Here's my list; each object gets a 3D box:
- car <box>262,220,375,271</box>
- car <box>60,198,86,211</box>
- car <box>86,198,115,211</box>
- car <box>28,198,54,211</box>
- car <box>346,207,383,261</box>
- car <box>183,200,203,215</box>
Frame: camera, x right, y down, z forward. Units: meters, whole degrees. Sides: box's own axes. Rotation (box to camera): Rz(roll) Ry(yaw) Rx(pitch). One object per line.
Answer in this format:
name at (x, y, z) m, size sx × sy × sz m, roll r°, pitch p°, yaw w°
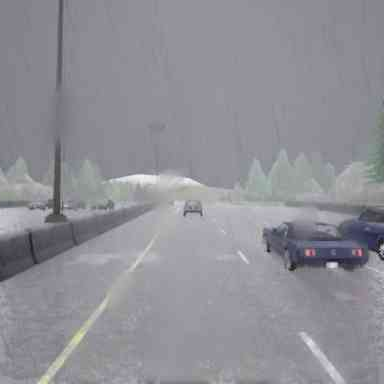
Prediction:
car at (3.602, 1.582, 10.749) m, size 1.895 × 1.301 × 4.718 m, roll 0°, pitch 0°, yaw 0°
car at (-13.996, 1.467, 39.426) m, size 2.128 × 1.511 × 4.902 m, roll 0°, pitch 0°, yaw 0°
car at (-10.496, 1.482, 39.424) m, size 1.882 × 1.535 × 5.008 m, roll 0°, pitch 0°, yaw 0°
car at (-17.495, 1.458, 39.425) m, size 1.837 × 1.490 × 4.892 m, roll 0°, pitch 0°, yaw 0°
car at (7.101, 1.331, 12.093) m, size 2.097 × 1.767 × 4.553 m, roll 0°, pitch 0°, yaw 0°
car at (0.102, 1.493, 32.581) m, size 2.033 × 1.411 × 5.357 m, roll 0°, pitch 0°, yaw 0°
